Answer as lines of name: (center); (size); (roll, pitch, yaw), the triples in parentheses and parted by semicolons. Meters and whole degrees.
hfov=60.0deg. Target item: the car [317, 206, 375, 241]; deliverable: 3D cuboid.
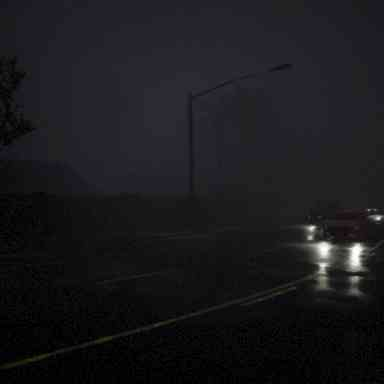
car: (8.994, 1.821, 19.141); (1.882, 1.535, 5.008); (-1, -1, 35)

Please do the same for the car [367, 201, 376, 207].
car: (35.653, 2.547, 65.407); (1.994, 1.385, 4.181); (-1, -1, 33)

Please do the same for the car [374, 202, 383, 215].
car: (26.001, 2.367, 44.529); (1.895, 1.301, 4.718); (-1, -1, 34)

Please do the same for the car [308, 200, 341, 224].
car: (12.248, 1.773, 30.244); (2.150, 2.045, 5.566); (-1, -1, 34)
